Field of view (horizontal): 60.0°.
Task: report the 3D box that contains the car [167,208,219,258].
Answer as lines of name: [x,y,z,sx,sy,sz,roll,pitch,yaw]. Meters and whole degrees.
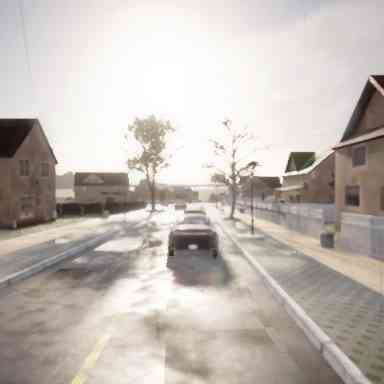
car: [0.074,1.636,13.495,2.128,1.511,4.902,0,-1,1]

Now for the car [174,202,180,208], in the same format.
car: [-1.821,2.272,54.612,1.994,1.385,4.181,0,-1,3]

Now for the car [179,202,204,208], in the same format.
car: [0.273,1.816,28.492,2.128,1.511,4.902,0,-1,2]
